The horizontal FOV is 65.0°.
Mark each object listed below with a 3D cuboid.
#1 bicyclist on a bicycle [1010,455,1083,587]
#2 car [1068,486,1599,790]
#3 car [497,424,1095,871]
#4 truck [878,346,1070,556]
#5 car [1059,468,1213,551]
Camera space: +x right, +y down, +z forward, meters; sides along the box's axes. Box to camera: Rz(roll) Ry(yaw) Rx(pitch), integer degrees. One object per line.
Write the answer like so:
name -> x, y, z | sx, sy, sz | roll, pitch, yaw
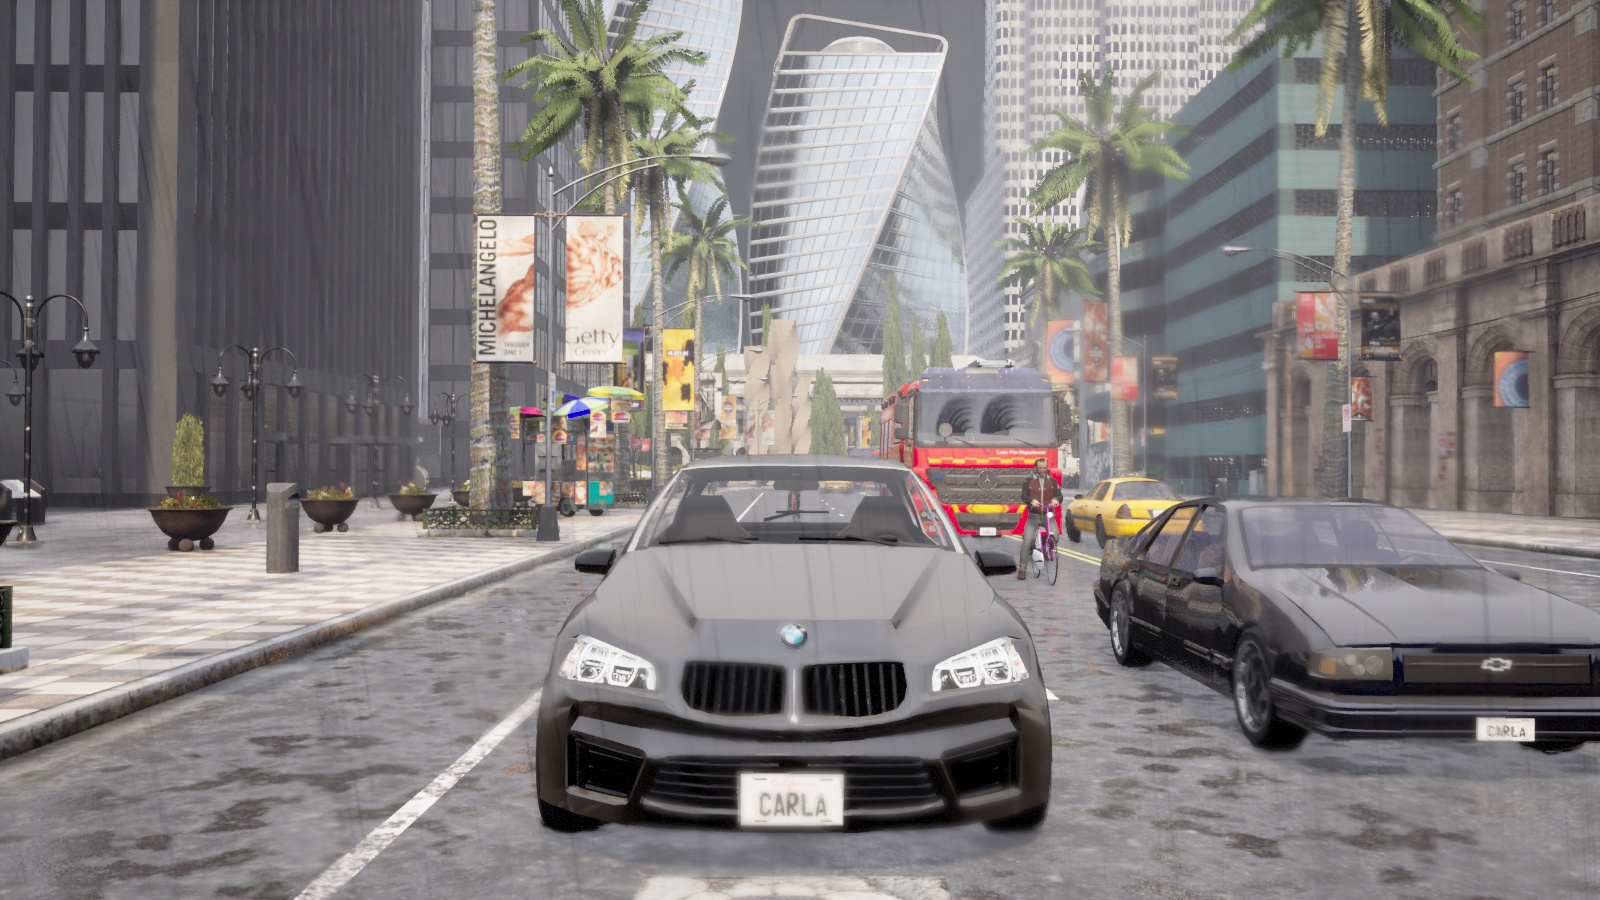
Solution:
bicyclist on a bicycle -> 3.458, 0.969, 17.742 | 0.659, 1.776, 1.843 | 0, -1, 0
car -> 3.478, 0.996, 8.825 | 2.033, 1.411, 5.357 | 0, -1, 0
car -> -0.018, 0.777, 7.026 | 2.242, 1.667, 4.611 | 0, -1, 0
truck -> 3.446, 0.092, 27.189 | 2.891, 3.827, 8.468 | 0, -1, 0
car -> 6.953, 1.172, 26.605 | 1.801, 1.575, 5.366 | 0, -1, 0
